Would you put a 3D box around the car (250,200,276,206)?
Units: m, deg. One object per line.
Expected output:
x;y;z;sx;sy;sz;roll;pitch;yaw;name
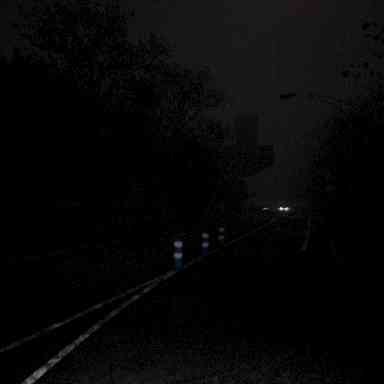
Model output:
19.850;3.276;93.063;5.366;1.575;1.946;0;-2;19;car

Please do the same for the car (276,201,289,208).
20.416;2.718;73.519;2.128;1.511;4.902;0;-1;19;car
